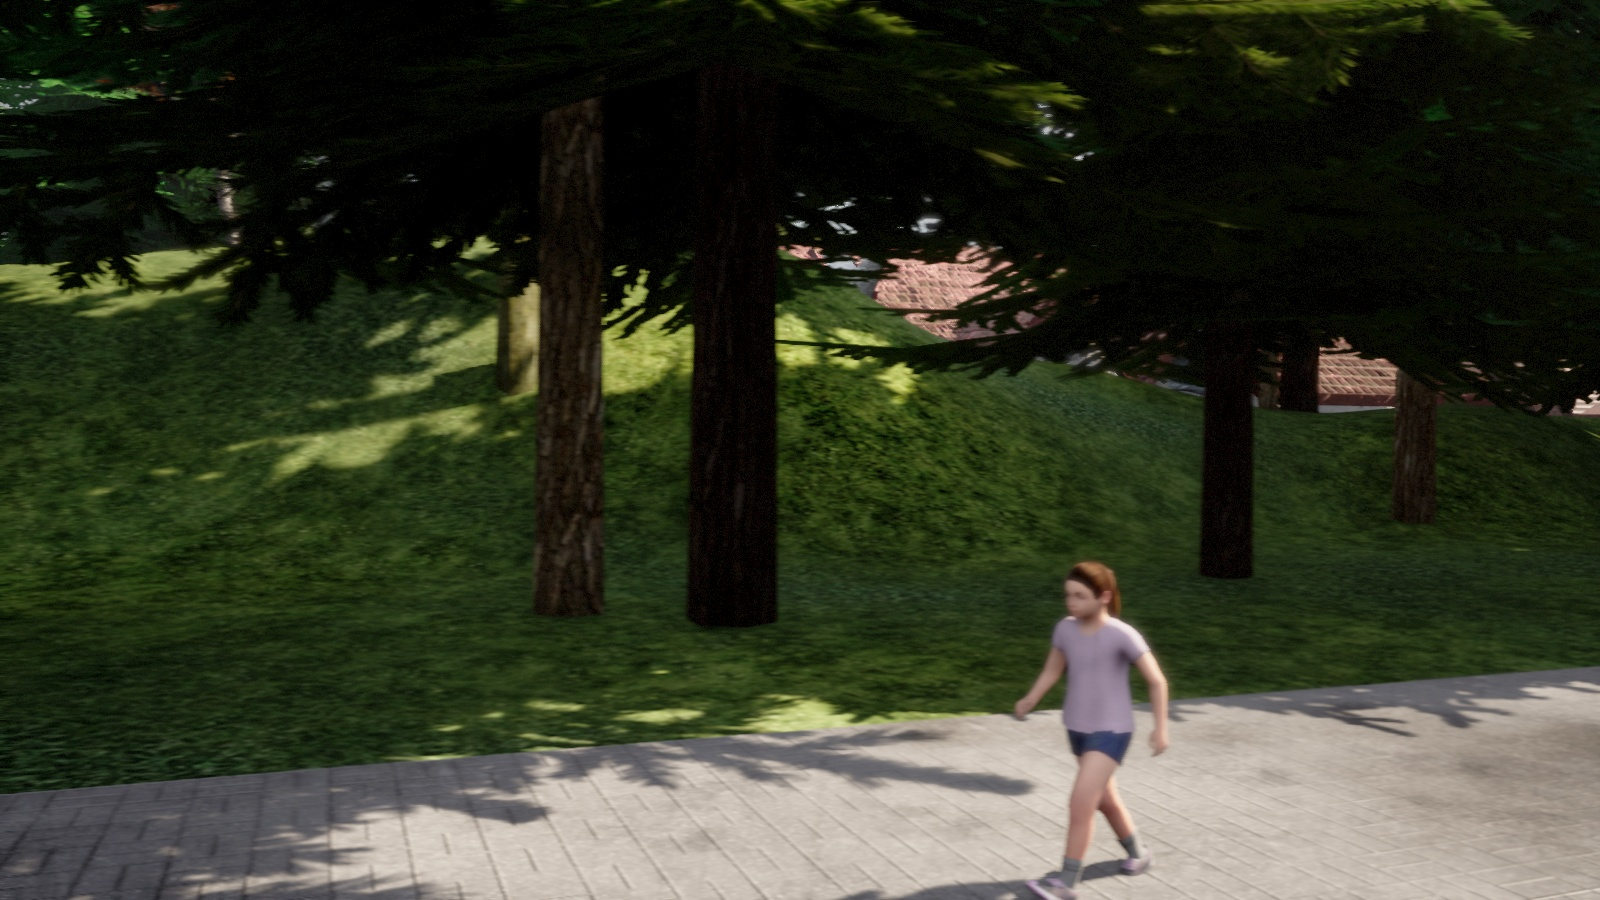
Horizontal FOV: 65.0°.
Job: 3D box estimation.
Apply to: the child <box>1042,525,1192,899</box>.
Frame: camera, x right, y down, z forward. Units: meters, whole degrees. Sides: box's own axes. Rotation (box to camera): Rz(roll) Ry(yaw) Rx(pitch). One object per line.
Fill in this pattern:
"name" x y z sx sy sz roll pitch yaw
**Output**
"child" 1.015 0.811 4.017 0.394 1.110 0.255 -1 1 -31
